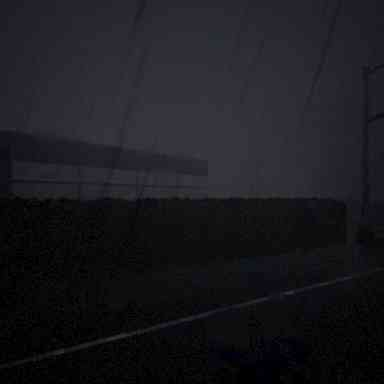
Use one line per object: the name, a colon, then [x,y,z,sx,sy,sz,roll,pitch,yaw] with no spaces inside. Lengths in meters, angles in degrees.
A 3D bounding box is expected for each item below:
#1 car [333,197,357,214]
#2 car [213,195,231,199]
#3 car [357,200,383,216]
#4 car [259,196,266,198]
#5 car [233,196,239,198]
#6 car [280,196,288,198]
car: [18.316,1.689,38.232,5.027,1.636,2.152,1,0,-35]
car: [5.588,1.540,71.175,4.605,1.855,1.932,1,0,-35]
car: [20.155,1.698,35.690,4.514,1.523,2.007,1,0,-35]
car: [17.695,1.841,83.631,3.806,1.475,1.970,1,0,-35]
car: [9.818,1.838,82.597,4.514,1.523,2.007,1,0,-35]
car: [21.636,1.765,78.555,5.027,1.636,2.152,1,0,-35]
